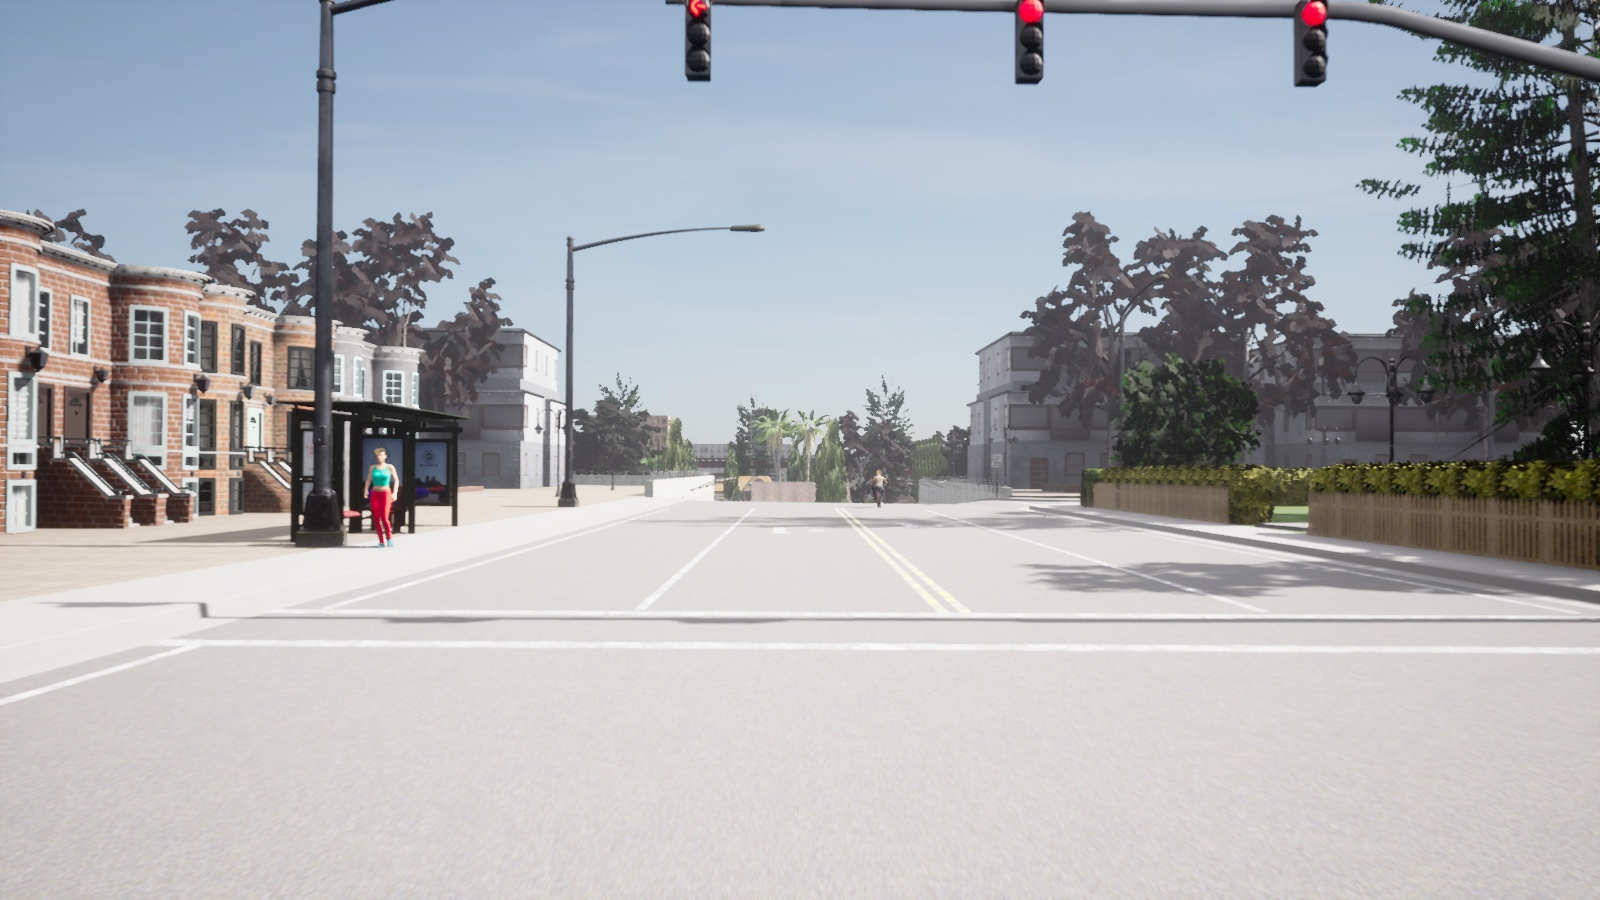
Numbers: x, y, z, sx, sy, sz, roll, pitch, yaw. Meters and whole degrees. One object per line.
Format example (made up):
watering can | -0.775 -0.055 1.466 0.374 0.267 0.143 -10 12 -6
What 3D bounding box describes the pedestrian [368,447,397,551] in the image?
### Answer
pedestrian | -7.472 0.879 22.493 0.345 1.836 0.594 0 -1 -2
